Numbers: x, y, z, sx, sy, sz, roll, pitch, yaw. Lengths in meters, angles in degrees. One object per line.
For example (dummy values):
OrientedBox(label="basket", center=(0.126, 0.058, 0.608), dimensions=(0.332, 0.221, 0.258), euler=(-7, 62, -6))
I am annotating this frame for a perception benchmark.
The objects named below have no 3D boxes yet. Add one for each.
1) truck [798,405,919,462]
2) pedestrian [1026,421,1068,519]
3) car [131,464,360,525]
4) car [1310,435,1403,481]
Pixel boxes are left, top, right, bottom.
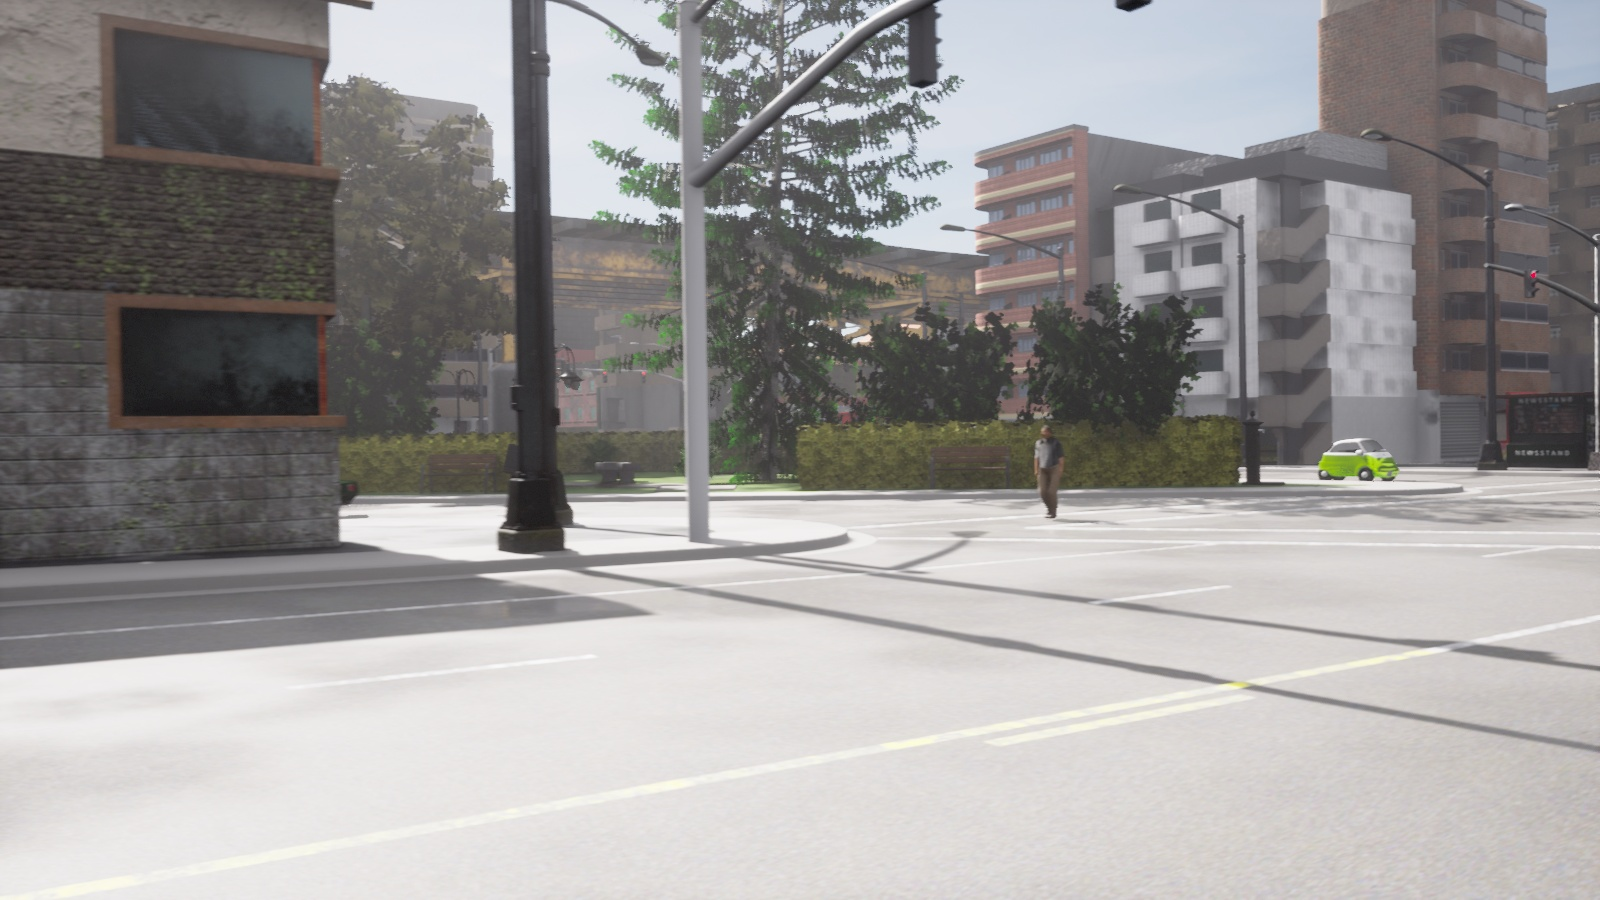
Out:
OrientedBox(label="truck", center=(4.216, -1.217, 88.948), dimensions=(8.468, 3.827, 2.891), euler=(-2, 1, -35))
OrientedBox(label="pedestrian", center=(4.751, 0.379, 24.157), dimensions=(0.540, 1.848, 0.694), euler=(-1, 1, 34))
OrientedBox(label="car", center=(-13.179, 1.048, 29.939), dimensions=(4.718, 1.301, 1.895), euler=(-1, 1, 10))
OrientedBox(label="car", center=(17.605, 0.248, 39.746), dimensions=(1.481, 1.376, 2.207), euler=(-2, 0, -34))
